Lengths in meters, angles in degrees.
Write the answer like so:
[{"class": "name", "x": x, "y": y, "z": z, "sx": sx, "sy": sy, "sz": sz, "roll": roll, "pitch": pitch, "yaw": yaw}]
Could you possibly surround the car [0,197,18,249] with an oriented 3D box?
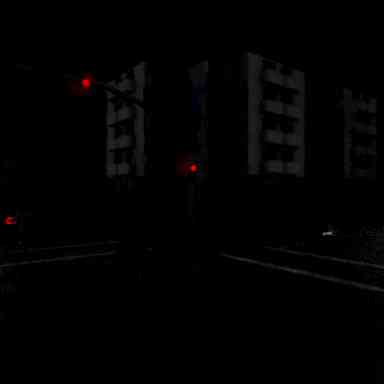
[{"class": "car", "x": -8.858, "y": 1.231, "z": 13.991, "sx": 2.150, "sy": 2.045, "sz": 5.566, "roll": 0, "pitch": 0, "yaw": -37}]
